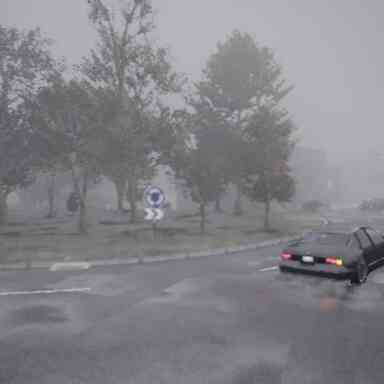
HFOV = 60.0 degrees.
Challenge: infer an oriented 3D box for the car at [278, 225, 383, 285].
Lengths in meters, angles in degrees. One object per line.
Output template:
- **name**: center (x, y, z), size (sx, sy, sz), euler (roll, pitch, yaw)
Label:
- **car**: center (4.688, 1.726, 10.127), size (5.357, 1.411, 2.033), euler (0, -2, -45)

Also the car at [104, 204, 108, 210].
- **car**: center (-25.060, 3.657, 84.130), size (5.566, 2.045, 2.435), euler (1, -3, -24)

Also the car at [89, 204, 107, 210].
- **car**: center (-25.457, 4.111, 90.049), size (4.553, 1.767, 2.185), euler (1, -4, -24)

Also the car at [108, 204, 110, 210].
- **car**: center (-25.213, 3.823, 87.124), size (5.566, 2.045, 2.435), euler (1, -4, -24)

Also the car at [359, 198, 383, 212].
- **car**: center (24.200, 1.886, 44.230), size (4.718, 1.301, 1.895), euler (-2, 0, -39)

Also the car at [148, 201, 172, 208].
- **car**: center (-5.673, 2.310, 58.795), size (4.892, 1.490, 1.837), euler (-2, -4, 39)

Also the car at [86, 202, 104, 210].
- **car**: center (-24.818, 3.746, 81.170), size (4.892, 1.521, 2.231), euler (1, -3, -24)
